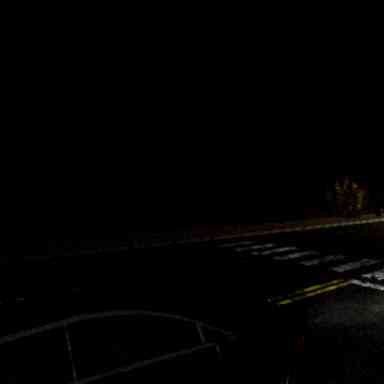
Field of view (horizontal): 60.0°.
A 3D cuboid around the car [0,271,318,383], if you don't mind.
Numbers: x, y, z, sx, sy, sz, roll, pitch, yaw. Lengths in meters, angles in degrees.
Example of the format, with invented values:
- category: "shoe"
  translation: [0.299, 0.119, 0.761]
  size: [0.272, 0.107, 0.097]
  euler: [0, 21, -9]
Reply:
- category: "car"
  translation: [-0.905, 1.493, 2.832]
  size: [4.902, 1.511, 2.128]
  euler: [0, 0, -36]
